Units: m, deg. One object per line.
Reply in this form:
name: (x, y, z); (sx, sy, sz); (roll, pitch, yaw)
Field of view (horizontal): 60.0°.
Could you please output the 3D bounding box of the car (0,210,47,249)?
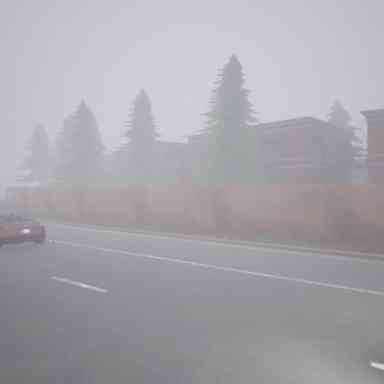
car: (-8.025, 1.472, 14.098); (4.181, 1.385, 1.994); (0, 0, 37)
